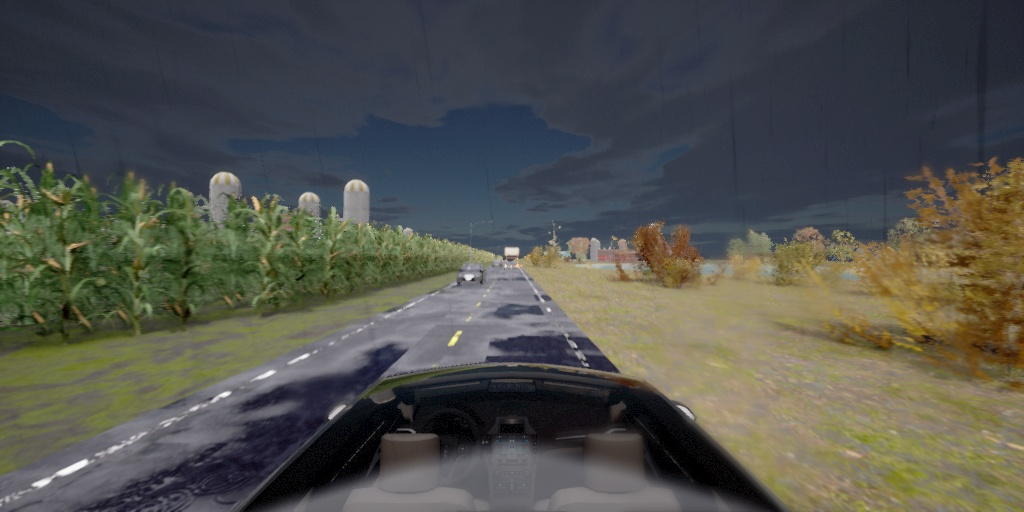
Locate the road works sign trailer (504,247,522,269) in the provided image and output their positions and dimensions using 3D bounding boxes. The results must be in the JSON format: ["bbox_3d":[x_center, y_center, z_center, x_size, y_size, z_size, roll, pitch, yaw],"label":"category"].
[{"bbox_3d":[-0.021,0.303,57.176,2.380,3.560,2.880,0,0,0],"label":"road works sign trailer"}]

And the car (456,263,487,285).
[{"bbox_3d":[-2.856,1.263,26.153,2.128,1.511,4.902,0,0,0],"label":"car"}]
